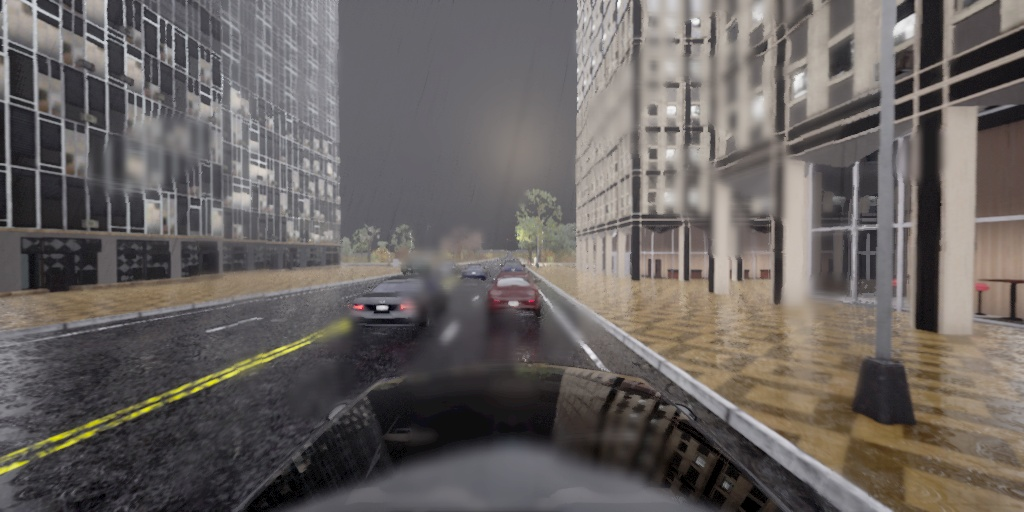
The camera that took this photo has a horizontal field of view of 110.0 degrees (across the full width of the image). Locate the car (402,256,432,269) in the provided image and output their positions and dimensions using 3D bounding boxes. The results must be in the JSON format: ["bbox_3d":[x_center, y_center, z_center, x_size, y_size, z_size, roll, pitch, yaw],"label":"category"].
[{"bbox_3d":[-9.848,1.060,37.857,2.150,2.045,5.566,0,0,0],"label":"car"}]

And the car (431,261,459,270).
[{"bbox_3d":[-6.597,1.327,37.628,2.128,1.511,4.902,0,0,0],"label":"car"}]

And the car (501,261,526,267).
[{"bbox_3d":[0.091,1.174,30.743,2.097,1.767,4.553,0,0,0],"label":"car"}]

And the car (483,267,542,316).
[{"bbox_3d":[0.083,1.305,13.378,1.812,1.442,4.674,0,0,0],"label":"car"}]

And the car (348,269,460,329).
[{"bbox_3d":[-3.163,1.322,11.274,2.033,1.411,5.357,0,0,0],"label":"car"}]

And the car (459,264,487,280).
[{"bbox_3d":[-3.158,1.388,31.721,1.994,1.385,4.181,0,0,0],"label":"car"}]
